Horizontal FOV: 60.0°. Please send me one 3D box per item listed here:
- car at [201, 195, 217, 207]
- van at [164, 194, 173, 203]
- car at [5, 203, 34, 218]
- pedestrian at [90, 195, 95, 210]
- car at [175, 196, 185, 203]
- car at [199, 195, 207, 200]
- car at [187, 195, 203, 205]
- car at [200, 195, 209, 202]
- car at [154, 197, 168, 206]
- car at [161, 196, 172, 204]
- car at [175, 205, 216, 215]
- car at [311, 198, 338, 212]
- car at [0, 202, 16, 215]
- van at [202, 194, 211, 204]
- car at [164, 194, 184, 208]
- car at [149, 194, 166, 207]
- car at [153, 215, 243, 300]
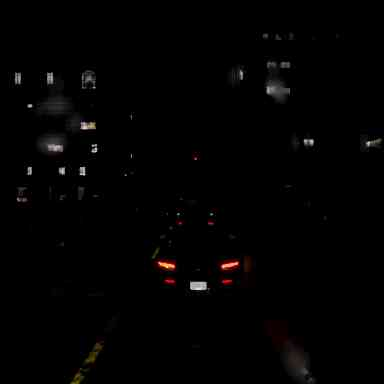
[{"bbox_3d":[2.736,1.553,49.328,1.947,1.339,4.313,0,0,0],"label":"car"},{"bbox_3d":[-5.066,1.312,71.563,1.690,1.788,3.998,0,0,0],"label":"van"},{"bbox_3d":[-17.316,1.754,31.826,4.181,1.385,1.994,-1,0,1],"label":"car"},{"bbox_3d":[-12.013,1.280,40.130,0.375,1.860,0.375,0,1,1],"label":"pedestrian"},{"bbox_3d":[-2.510,1.497,69.688,1.812,1.442,4.674,0,0,0],"label":"car"},{"bbox_3d":[2.871,1.508,88.193,2.008,1.369,4.403,0,0,0],"label":"car"},{"bbox_3d":[0.297,1.464,51.100,1.882,1.535,5.008,0,0,0],"label":"car"},{"bbox_3d":[2.833,1.407,77.088,1.967,1.590,4.097,0,0,0],"label":"car"},{"bbox_3d":[-5.124,1.528,54.907,1.887,1.381,4.507,0,0,0],"label":"car"},{"bbox_3d":[-5.086,1.520,66.011,1.887,1.381,4.507,0,0,0],"label":"car"},{"bbox_3d":[0.152,1.562,17.054,1.994,1.385,4.181,0,0,0],"label":"car"},{"bbox_3d":[15.222,1.339,34.417,5.357,1.411,2.033,-1,0,1],"label":"car"},{"bbox_3d":[-22.334,1.843,37.295,4.206,1.307,1.802,-1,1,1],"label":"car"},{"bbox_3d":[2.795,1.317,65.984,1.690,1.788,3.998,0,0,0],"label":"van"},{"bbox_3d":[-2.635,1.492,49.206,1.837,1.490,4.892,0,0,2],"label":"car"},{"bbox_3d":[-5.143,1.302,49.355,2.192,1.841,5.009,0,0,0],"label":"car"},{"bbox_3d":[0.130,1.525,8.294,1.812,1.442,4.674,0,0,0],"label":"car"}]
